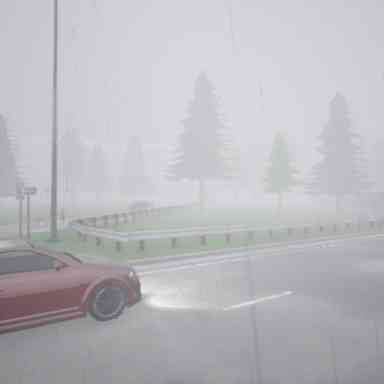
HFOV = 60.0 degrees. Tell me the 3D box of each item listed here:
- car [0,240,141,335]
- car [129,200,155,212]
[{"bbox_3d":[-3.026,1.571,5.888,4.181,1.385,1.994,1,0,-36],"label":"car"},{"bbox_3d":[-5.642,1.664,37.717,1.837,1.490,4.892,1,0,10],"label":"car"}]
